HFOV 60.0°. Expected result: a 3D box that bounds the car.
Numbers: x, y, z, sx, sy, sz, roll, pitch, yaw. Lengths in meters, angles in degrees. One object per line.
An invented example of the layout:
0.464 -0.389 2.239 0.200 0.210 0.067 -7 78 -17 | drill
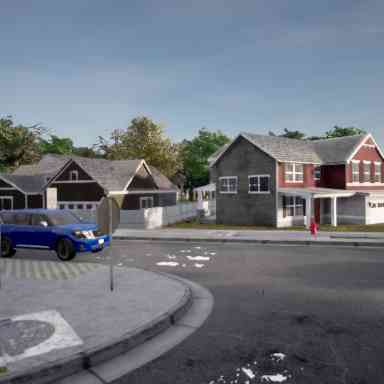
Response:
-6.340 1.772 14.815 5.566 2.045 2.150 -2 0 22 | car
